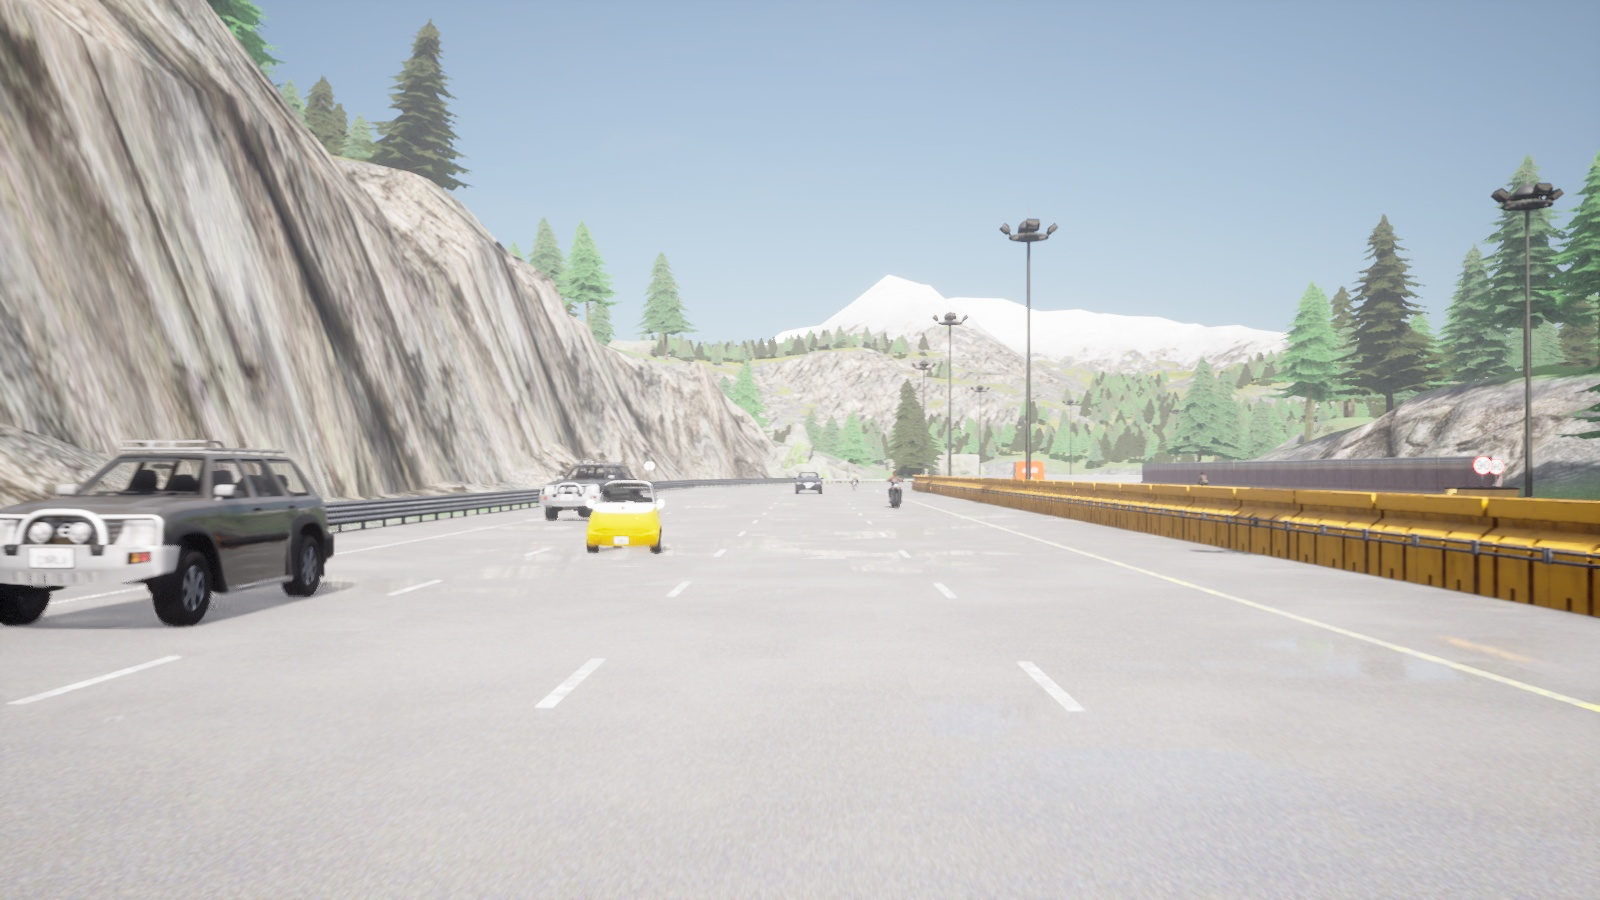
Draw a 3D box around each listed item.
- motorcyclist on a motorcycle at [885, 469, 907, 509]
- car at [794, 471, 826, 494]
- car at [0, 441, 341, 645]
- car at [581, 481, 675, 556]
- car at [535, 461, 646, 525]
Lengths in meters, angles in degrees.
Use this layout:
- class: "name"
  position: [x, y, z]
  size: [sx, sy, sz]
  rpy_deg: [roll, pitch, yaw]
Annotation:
- class: "motorcyclist on a motorcycle"
  position: [4.049, 1.638, 53.028]
  size: [0.766, 1.649, 2.350]
  rpy_deg: [0, -1, 1]
- class: "car"
  position: [0.643, 2.204, 85.646]
  size: [2.128, 1.511, 4.902]
  rpy_deg: [0, -1, 0]
- class: "car"
  position: [-6.863, 0.888, 13.764]
  size: [1.932, 1.855, 4.605]
  rpy_deg: [0, -1, 1]
- class: "car"
  position: [-3.247, 1.284, 24.051]
  size: [1.481, 1.376, 2.207]
  rpy_deg: [0, -2, 1]
- class: "car"
  position: [-6.473, 1.315, 39.331]
  size: [1.932, 1.855, 4.605]
  rpy_deg: [-2, -1, 10]
